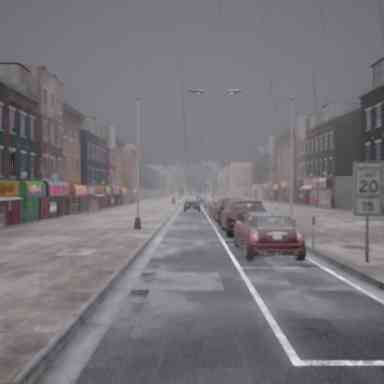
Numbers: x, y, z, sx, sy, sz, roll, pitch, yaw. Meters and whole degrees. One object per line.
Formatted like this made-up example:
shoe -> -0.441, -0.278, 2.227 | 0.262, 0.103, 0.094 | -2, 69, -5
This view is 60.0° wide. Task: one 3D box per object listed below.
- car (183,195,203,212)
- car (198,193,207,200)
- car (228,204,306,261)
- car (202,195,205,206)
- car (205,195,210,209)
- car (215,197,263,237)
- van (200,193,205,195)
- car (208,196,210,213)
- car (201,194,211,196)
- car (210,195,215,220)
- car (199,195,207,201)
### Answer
car -> 0.009, 1.422, 37.256 | 1.837, 1.490, 4.892 | 0, 0, 0
car -> 2.643, 1.227, 87.814 | 2.192, 1.841, 5.009 | -1, 0, 0
car -> 2.635, 1.414, 12.180 | 1.967, 1.590, 4.097 | 0, 0, 0
car -> 2.640, 1.441, 44.764 | 1.752, 1.417, 4.829 | 0, 0, 0
car -> 2.638, 1.369, 33.789 | 1.967, 1.590, 4.097 | 0, 0, 0
car -> 2.635, 1.275, 17.581 | 2.192, 1.841, 5.009 | 0, 0, 0
van -> 2.639, 1.248, 55.399 | 1.690, 1.788, 3.998 | 0, 0, 0
car -> 2.637, 1.378, 28.387 | 1.967, 1.590, 4.097 | 0, 0, 0
car -> 2.640, 1.436, 50.166 | 1.752, 1.417, 4.829 | 0, 0, 0
car -> 2.636, 1.263, 22.984 | 2.192, 1.841, 5.009 | 0, 0, 0
car -> 2.644, 1.474, 82.411 | 1.947, 1.339, 4.313 | -1, 0, 0
